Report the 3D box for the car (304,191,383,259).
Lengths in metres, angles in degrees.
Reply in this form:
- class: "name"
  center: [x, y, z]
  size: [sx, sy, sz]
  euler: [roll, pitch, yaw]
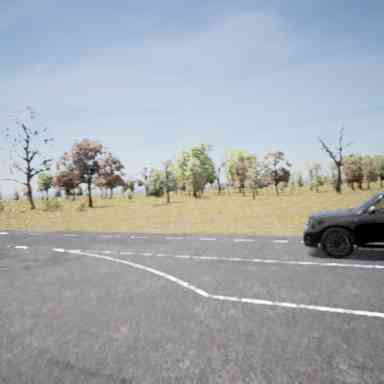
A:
- class: "car"
  center: [6.246, 0.899, 9.845]
  size: [5.566, 2.045, 2.150]
  euler: [-2, 1, 27]
